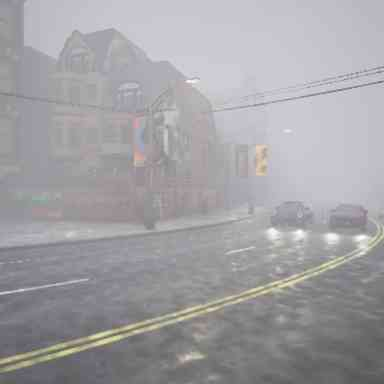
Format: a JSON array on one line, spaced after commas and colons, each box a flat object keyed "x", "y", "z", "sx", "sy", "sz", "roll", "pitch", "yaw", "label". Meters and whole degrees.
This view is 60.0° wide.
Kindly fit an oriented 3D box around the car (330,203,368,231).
[{"x": 10.005, "y": 1.509, "z": 21.093, "sx": 1.882, "sy": 1.535, "sz": 5.008, "roll": 0, "pitch": 0, "yaw": 29, "label": "car"}]

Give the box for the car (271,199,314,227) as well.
[{"x": 6.947, "y": 1.401, "z": 22.795, "sx": 2.097, "sy": 1.767, "sz": 4.553, "roll": 0, "pitch": 0, "yaw": 29, "label": "car"}]

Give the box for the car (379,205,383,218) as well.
[{"x": 16.453, "y": 1.482, "z": 26.890, "sx": 1.882, "sy": 1.535, "sz": 5.008, "roll": 0, "pitch": 0, "yaw": 22, "label": "car"}]
